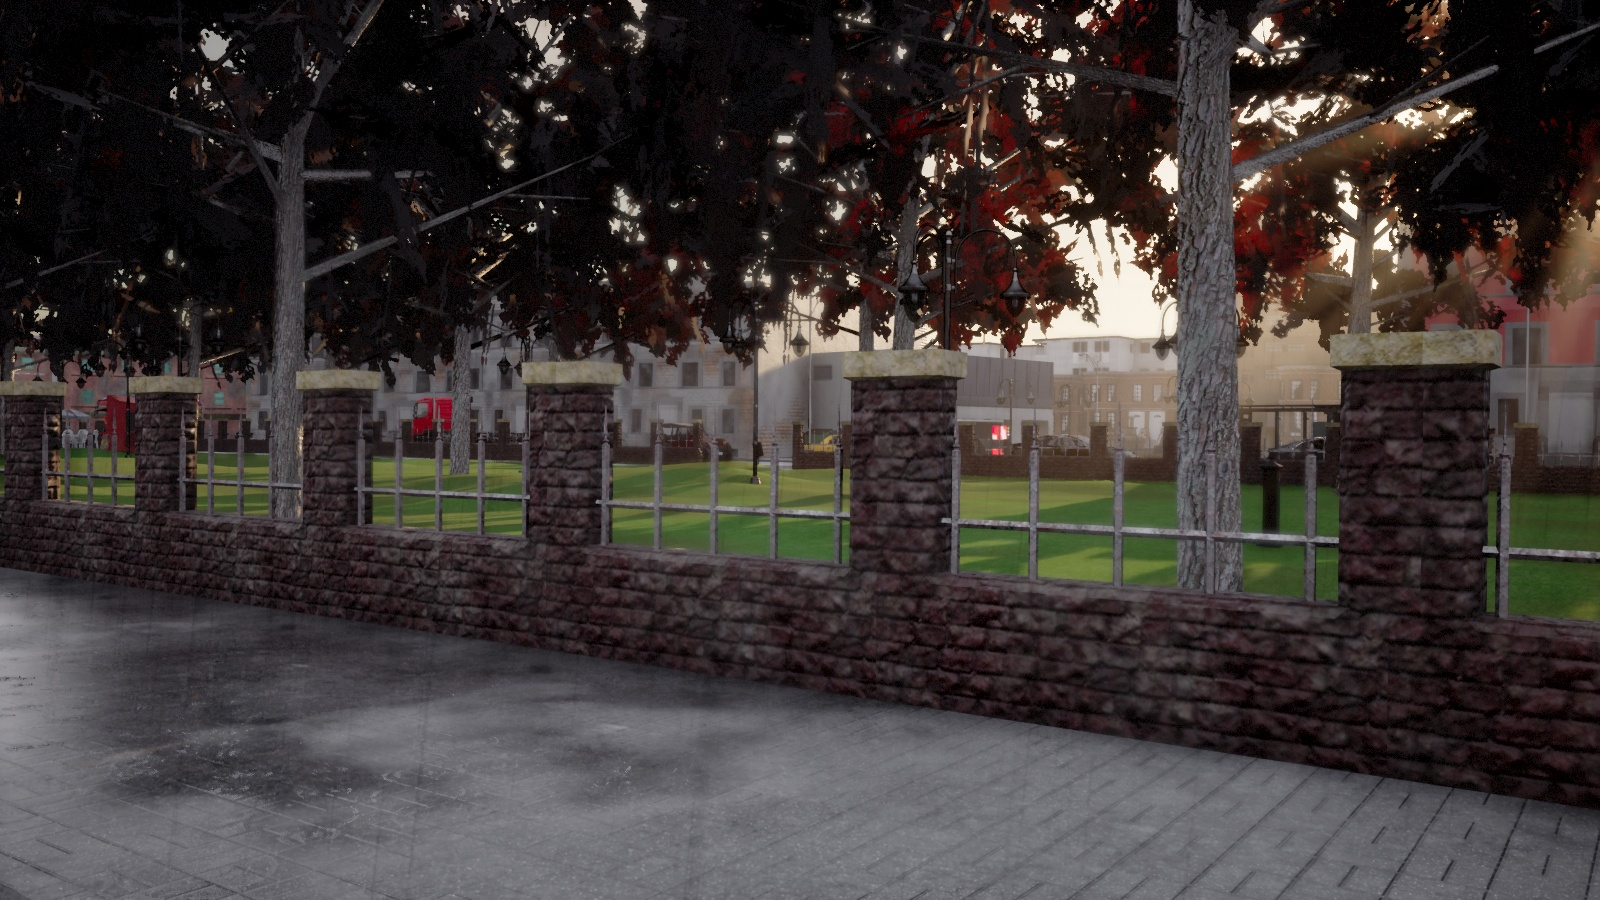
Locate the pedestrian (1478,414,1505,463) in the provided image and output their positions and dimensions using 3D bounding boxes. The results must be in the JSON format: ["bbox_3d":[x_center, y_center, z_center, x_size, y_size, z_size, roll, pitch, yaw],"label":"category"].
[{"bbox_3d":[25.625,-0.426,46.542,0.869,1.805,0.328,0,1,27],"label":"pedestrian"}]

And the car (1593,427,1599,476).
[{"bbox_3d":[25.908,0.024,36.535,4.674,1.442,1.812,0,1,36],"label":"car"}]

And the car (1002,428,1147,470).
[{"bbox_3d":[10.341,-0.054,47.469,4.902,1.511,2.128,0,1,35],"label":"car"}]

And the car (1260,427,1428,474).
[{"bbox_3d":[18.149,-0.001,41.978,4.892,1.490,1.837,0,1,35],"label":"car"}]

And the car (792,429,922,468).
[{"bbox_3d":[2.360,-0.076,53.081,5.366,1.575,1.801,0,1,35],"label":"car"}]

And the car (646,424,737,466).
[{"bbox_3d":[-5.026,-0.223,58.269,3.866,1.878,1.905,0,1,35],"label":"car"}]

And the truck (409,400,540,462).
[{"bbox_3d":[-18.963,-1.074,72.916,7.936,3.462,2.891,0,1,35],"label":"truck"}]
